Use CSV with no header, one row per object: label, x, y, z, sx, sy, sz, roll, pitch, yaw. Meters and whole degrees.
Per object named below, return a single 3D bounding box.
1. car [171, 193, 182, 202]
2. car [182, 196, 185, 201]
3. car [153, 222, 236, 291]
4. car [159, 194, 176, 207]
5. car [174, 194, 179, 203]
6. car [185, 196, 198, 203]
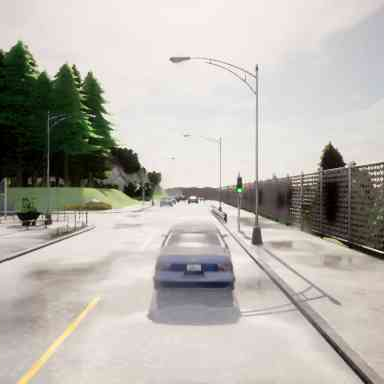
car,-3.868,1.233,72.787,2.150,2.045,5.566,0,0,0
car,-3.551,1.549,86.720,5.357,1.411,2.033,0,0,40
car,0.065,1.549,9.122,2.033,1.411,5.357,0,0,1
car,-3.997,1.510,52.485,1.837,1.490,4.892,0,0,0
car,-3.949,1.532,62.382,1.812,1.442,4.674,0,0,1
car,0.221,1.571,66.638,1.994,1.385,4.181,0,0,0
